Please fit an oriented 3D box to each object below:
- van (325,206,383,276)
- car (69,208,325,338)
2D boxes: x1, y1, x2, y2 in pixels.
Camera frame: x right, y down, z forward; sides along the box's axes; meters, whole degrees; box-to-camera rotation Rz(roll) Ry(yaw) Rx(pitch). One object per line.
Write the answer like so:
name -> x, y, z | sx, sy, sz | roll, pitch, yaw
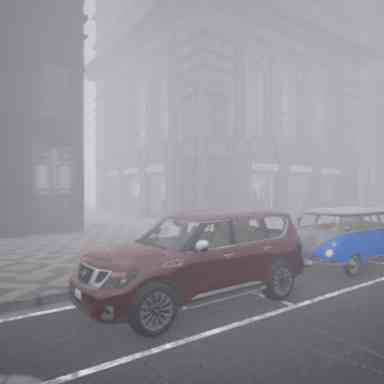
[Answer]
van -> 4.808, 1.344, 10.080 | 3.998, 1.788, 1.690 | 0, 0, -35
car -> 0.219, 1.316, 6.807 | 5.009, 1.841, 2.192 | 0, 0, -35
